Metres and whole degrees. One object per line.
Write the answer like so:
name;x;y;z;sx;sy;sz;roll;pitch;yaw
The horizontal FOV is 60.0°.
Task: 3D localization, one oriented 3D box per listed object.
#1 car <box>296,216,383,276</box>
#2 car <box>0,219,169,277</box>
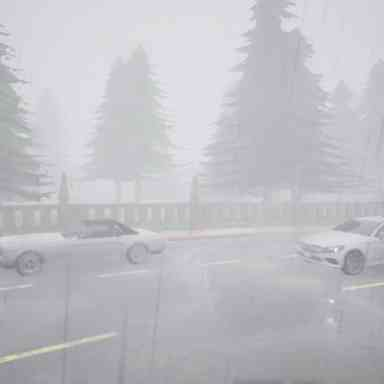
car;5.425;1.478;10.003;4.674;1.442;1.812;0;0;-19
car;-3.193;1.499;9.915;4.718;1.301;1.895;0;0;-30
